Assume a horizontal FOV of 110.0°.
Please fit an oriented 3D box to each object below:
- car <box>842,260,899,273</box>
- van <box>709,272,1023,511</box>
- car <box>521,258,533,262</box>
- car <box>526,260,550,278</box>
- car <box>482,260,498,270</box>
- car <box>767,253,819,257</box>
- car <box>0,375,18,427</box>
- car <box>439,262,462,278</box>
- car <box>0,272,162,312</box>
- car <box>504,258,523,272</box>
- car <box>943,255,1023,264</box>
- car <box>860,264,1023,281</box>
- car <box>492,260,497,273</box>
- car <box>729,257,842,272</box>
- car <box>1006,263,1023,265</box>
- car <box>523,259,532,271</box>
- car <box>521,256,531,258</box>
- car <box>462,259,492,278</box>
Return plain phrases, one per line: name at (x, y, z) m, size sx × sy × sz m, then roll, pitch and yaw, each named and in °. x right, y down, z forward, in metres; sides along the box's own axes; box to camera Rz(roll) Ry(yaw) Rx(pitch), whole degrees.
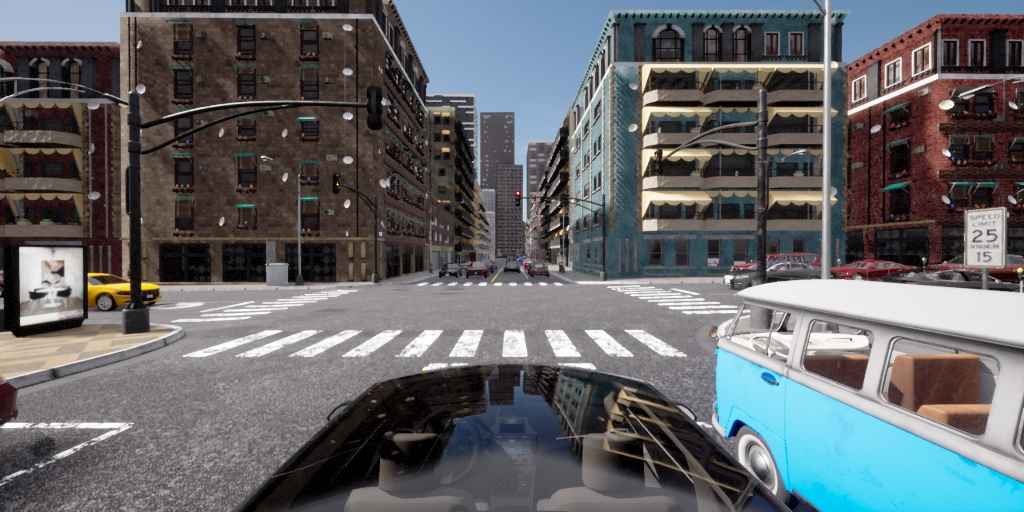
car at (21.295, 0.931, 21.403) m, size 4.507 × 1.381 × 1.888 m, roll 0°, pitch 0°, yaw -1°
van at (2.689, 1.091, 1.764) m, size 1.690 × 1.789 × 3.998 m, roll 0°, pitch 0°, yaw 0°
car at (2.571, 1.306, 50.728) m, size 1.888 × 1.381 × 4.507 m, roll 0°, pitch 0°, yaw 0°
car at (2.611, 1.335, 34.158) m, size 1.802 × 1.307 × 4.207 m, roll 0°, pitch 0°, yaw 0°
car at (-3.202, 1.326, 52.965) m, size 1.994 × 1.385 × 4.181 m, roll 0°, pitch 0°, yaw 1°
car at (15.725, 0.781, 21.349) m, size 5.009 × 1.841 × 2.192 m, roll 0°, pitch 0°, yaw -1°
car at (-5.692, 1.332, 1.745) m, size 1.802 × 1.307 × 4.207 m, roll 0°, pitch 0°, yaw 0°
car at (-5.770, 1.319, 34.150) m, size 1.948 × 1.339 × 4.313 m, roll 0°, pitch 0°, yaw 0°
car at (-17.910, 1.478, 15.230) m, size 5.008 × 1.535 × 1.882 m, roll -1°, pitch 0°, yaw -1°
car at (-0.001, 1.321, 45.420) m, size 1.994 × 1.385 × 4.181 m, roll 0°, pitch 0°, yaw 0°
car at (24.402, 0.715, 18.839) m, size 4.553 × 1.767 × 2.097 m, roll -1°, pitch 0°, yaw 0°
car at (15.766, 1.097, 12.969) m, size 4.313 × 1.339 × 1.948 m, roll 0°, pitch 0°, yaw -1°
car at (-3.196, 1.109, 43.037) m, size 2.097 × 1.767 × 4.553 m, roll 0°, pitch 0°, yaw 0°
car at (13.689, 1.008, 18.731) m, size 4.902 × 1.511 × 2.128 m, roll -1°, pitch 0°, yaw -1°
car at (21.336, 1.033, 13.022) m, size 4.207 × 1.307 × 1.802 m, roll 0°, pitch 0°, yaw -1°
car at (2.598, 1.321, 39.681) m, size 1.948 × 1.339 × 4.313 m, roll 0°, pitch 0°, yaw 0°
car at (2.998, 1.226, 64.917) m, size 1.801 × 1.575 × 5.366 m, roll 0°, pitch 0°, yaw 0°
car at (-3.177, 1.230, 33.857) m, size 1.882 × 1.535 × 5.008 m, roll 0°, pitch 0°, yaw 0°
